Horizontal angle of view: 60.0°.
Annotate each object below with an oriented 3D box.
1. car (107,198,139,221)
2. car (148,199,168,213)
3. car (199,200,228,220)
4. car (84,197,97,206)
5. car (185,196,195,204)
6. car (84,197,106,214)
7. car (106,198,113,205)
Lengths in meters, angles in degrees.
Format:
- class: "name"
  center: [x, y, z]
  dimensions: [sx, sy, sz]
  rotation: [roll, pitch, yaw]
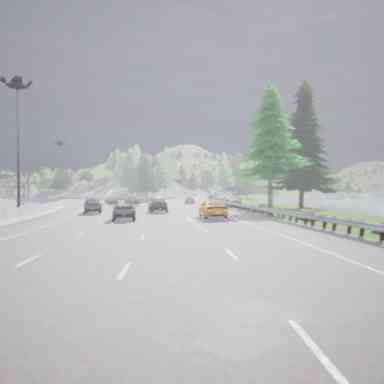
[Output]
- class: "car"
  center: [-5.677, 1.576, 28.082]
  dimensions: [2.128, 1.511, 4.902]
  rotation: [-1, 0, -10]
- class: "car"
  center: [-3.948, 1.560, 38.059]
  dimensions: [1.837, 1.490, 4.892]
  rotation: [0, -1, -14]
- class: "car"
  center: [1.759, 1.449, 28.409]
  dimensions: [1.882, 1.535, 5.008]
  rotation: [-1, 0, -6]
- class: "car"
  center: [-19.267, 1.793, 63.221]
  dimensions: [1.837, 1.490, 4.892]
  rotation: [0, 0, -23]
- class: "car"
  center: [-0.371, 1.479, 65.659]
  dimensions: [1.882, 1.535, 5.008]
  rotation: [-1, 0, -1]
- class: "car"
  center: [-11.115, 1.658, 37.548]
  dimensions: [2.128, 1.511, 4.902]
  rotation: [-1, 0, -13]
- class: "car"
  center: [-15.534, 1.833, 63.953]
  dimensions: [1.895, 1.301, 4.718]
  rotation: [-1, 0, -23]
